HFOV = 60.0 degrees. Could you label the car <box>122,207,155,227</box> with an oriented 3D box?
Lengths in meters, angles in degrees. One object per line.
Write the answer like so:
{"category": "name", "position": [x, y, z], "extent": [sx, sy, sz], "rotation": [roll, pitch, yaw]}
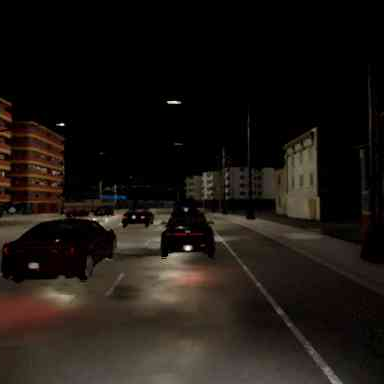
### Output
{"category": "car", "position": [-3.944, 1.822, 24.860], "extent": [2.033, 1.411, 5.357], "rotation": [0, -2, -1]}

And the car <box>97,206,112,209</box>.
{"category": "car", "position": [-11.500, 2.581, 43.448], "extent": [1.837, 1.490, 4.892], "rotation": [0, -3, -1]}

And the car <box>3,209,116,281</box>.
{"category": "car", "position": [-3.624, 1.521, 10.020], "extent": [1.882, 1.535, 5.008], "rotation": [0, 0, -1]}

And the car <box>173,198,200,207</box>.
{"category": "car", "position": [-0.515, 1.603, 29.163], "extent": [2.150, 2.045, 5.566], "rotation": [0, -2, -1]}

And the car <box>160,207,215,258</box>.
{"category": "car", "position": [-0.170, 1.547, 12.933], "extent": [1.837, 1.490, 4.892], "rotation": [0, -1, -1]}
